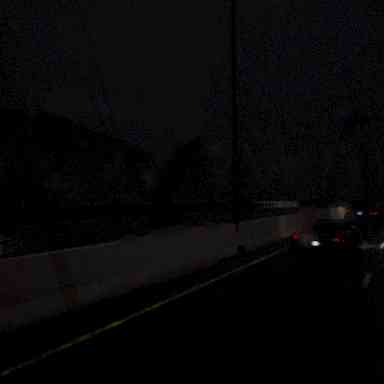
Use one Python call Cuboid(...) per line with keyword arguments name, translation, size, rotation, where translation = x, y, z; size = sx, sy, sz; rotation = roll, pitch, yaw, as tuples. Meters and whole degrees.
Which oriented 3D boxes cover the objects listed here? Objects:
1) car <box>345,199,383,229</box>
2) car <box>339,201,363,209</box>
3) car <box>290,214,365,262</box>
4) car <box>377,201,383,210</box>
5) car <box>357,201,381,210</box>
Cuboid(name="car", translation=(12.905, 1.556, 24.667), size=(2.150, 2.045, 5.566), rotation=(-1, -1, 36))
Cuboid(name="car", translation=(28.898, 2.351, 60.341), size=(4.674, 1.442, 1.812), rotation=(0, -1, -35))
Cuboid(name="car", translation=(5.341, 1.755, 13.095), size=(1.994, 1.385, 4.181), rotation=(-1, -1, 33))
Cuboid(name="car", translation=(32.566, 2.191, 54.313), size=(4.902, 1.511, 2.128), rotation=(0, -1, -35))
Cuboid(name="car", translation=(30.356, 2.286, 57.055), size=(4.674, 1.442, 1.812), rotation=(0, -1, -36))
